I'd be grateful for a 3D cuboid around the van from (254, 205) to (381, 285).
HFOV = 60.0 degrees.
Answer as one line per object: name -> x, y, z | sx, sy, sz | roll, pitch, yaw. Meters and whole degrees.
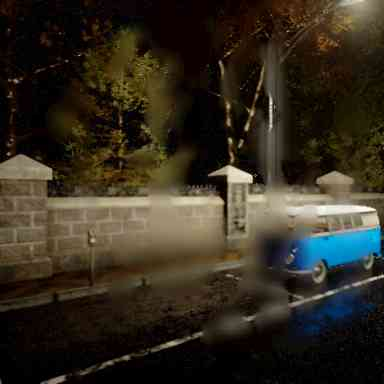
van -> 3.478, 1.281, 9.028 | 3.998, 1.788, 1.690 | -1, 1, -35
